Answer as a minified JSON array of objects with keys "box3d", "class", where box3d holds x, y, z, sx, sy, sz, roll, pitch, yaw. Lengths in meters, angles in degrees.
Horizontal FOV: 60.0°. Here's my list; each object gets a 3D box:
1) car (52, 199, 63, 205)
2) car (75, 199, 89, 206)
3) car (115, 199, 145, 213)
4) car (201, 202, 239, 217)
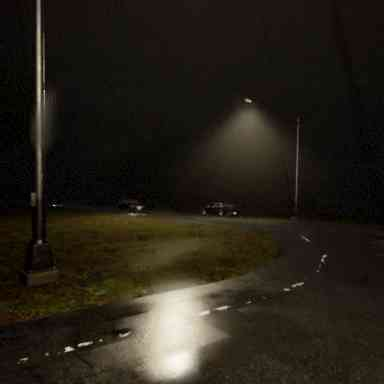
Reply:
[{"box3d":[-29.646,2.213,73.447,1.895,1.301,4.718,3,-3,-27],"class":"car"},{"box3d":[-24.693,2.369,74.639,2.128,1.511,4.902,4,-3,-35],"class":"car"},{"box3d":[-6.849,1.516,36.550,2.128,1.511,4.902,4,-3,-35],"class":"car"},{"box3d":[2.858,1.844,34.801,1.837,1.490,4.892,4,-3,-35],"class":"car"}]
